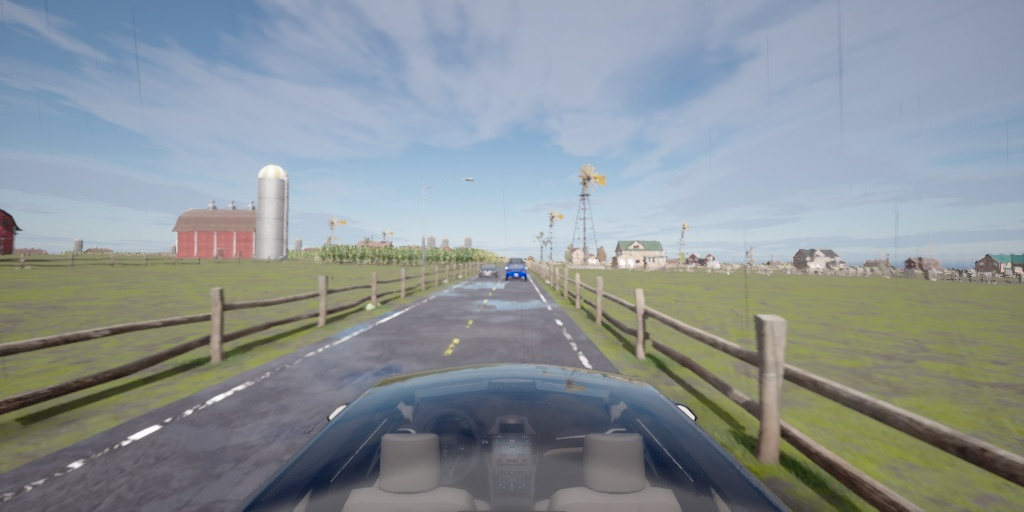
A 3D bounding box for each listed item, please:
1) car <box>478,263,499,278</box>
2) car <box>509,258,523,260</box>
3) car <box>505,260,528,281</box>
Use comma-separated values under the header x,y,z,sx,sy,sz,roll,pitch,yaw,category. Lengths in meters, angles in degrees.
x,y,z,sx,sy,sz,roll,pitch,yaw,category
-2.348,1.493,37.259,1.812,1.442,4.674,0,0,1,car
0.497,1.228,43.082,2.150,2.045,5.566,0,0,1,car
0.397,1.414,32.221,1.882,1.535,5.008,0,0,1,car
